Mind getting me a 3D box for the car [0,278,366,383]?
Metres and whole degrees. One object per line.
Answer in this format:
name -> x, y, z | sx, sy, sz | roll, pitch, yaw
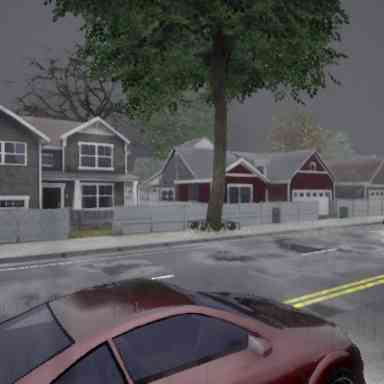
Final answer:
car -> -0.293, 1.560, 3.057 | 4.181, 1.385, 1.994 | 0, 0, -33
